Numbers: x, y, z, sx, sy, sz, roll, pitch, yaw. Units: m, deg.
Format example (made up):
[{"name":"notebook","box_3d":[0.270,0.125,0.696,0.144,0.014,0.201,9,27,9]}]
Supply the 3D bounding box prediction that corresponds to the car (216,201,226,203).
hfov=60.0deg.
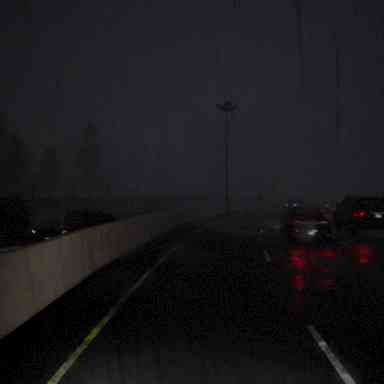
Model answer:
[{"name":"car","box_3d":[6.051,1.554,55.435,1.994,1.385,4.181,0,0,32]}]

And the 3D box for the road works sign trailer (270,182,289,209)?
[{"name":"road works sign trailer","box_3d":[12.250,0.463,45.765,2.380,3.560,2.880,0,0,32]}]

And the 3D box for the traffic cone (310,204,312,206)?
[{"name":"traffic cone","box_3d":[18.336,1.959,52.560,0.340,0.580,0.340,0,0,32]}]

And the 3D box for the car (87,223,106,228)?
[{"name":"car","box_3d":[-5.499,1.536,16.279,2.033,1.411,5.357,0,0,10]}]

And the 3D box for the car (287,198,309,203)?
[{"name":"car","box_3d":[10.656,1.353,33.644,2.097,1.767,4.553,0,0,22]}]

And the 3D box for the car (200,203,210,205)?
[{"name":"car","box_3d":[3.075,1.511,57.315,1.812,1.442,4.674,0,0,33]}]

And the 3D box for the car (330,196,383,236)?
[{"name":"car","box_3d":[9.381,1.226,18.279,2.150,2.045,5.566,0,0,13]}]

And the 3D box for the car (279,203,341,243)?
[{"name":"car","box_3d":[5.398,1.492,16.191,2.128,1.511,4.902,0,0,10]}]

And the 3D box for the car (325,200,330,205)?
[{"name":"car","box_3d":[15.171,1.532,35.320,1.812,1.442,4.674,0,0,24]}]
